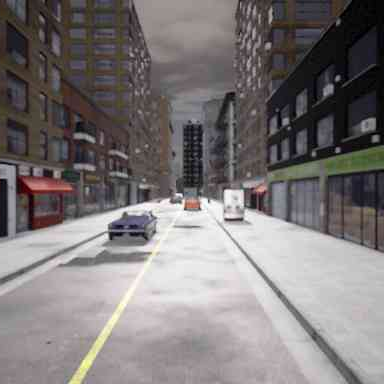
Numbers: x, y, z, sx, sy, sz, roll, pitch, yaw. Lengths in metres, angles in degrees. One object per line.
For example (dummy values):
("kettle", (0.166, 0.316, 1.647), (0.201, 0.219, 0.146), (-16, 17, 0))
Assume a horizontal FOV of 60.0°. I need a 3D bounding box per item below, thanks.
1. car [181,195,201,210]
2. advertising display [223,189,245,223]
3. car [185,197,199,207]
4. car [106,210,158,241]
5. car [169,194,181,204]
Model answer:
("car", (0.062, 1.285, 41.131), (2.097, 1.767, 4.553), (0, 0, 0))
("advertising display", (3.011, 0.993, 23.993), (1.540, 2.440, 0.280), (0, 0, 0))
("car", (-0.005, 1.457, 50.449), (2.033, 1.411, 5.357), (0, 0, 0))
("car", (-2.853, 1.579, 16.692), (1.895, 1.301, 4.718), (0, 0, 0))
("car", (-2.803, 1.240, 58.223), (2.097, 1.767, 4.553), (0, 0, 1))
